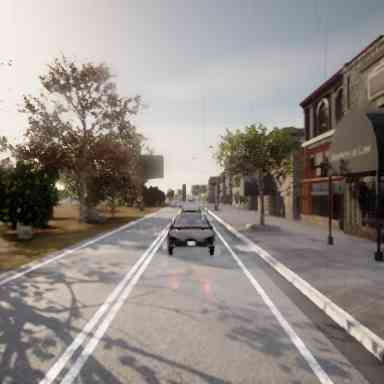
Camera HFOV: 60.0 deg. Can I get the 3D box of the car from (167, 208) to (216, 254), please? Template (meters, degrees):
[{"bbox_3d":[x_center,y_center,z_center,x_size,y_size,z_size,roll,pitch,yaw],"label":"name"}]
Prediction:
[{"bbox_3d":[-0.027,1.656,14.312,2.128,1.511,4.902,0,-1,0],"label":"car"}]

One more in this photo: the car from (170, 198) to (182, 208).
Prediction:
[{"bbox_3d":[-3.448,2.300,71.537,2.150,2.045,5.566,0,-1,0],"label":"car"}]

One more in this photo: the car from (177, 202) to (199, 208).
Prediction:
[{"bbox_3d":[-0.070,1.886,29.494,1.882,1.535,5.008,0,-1,0],"label":"car"}]
